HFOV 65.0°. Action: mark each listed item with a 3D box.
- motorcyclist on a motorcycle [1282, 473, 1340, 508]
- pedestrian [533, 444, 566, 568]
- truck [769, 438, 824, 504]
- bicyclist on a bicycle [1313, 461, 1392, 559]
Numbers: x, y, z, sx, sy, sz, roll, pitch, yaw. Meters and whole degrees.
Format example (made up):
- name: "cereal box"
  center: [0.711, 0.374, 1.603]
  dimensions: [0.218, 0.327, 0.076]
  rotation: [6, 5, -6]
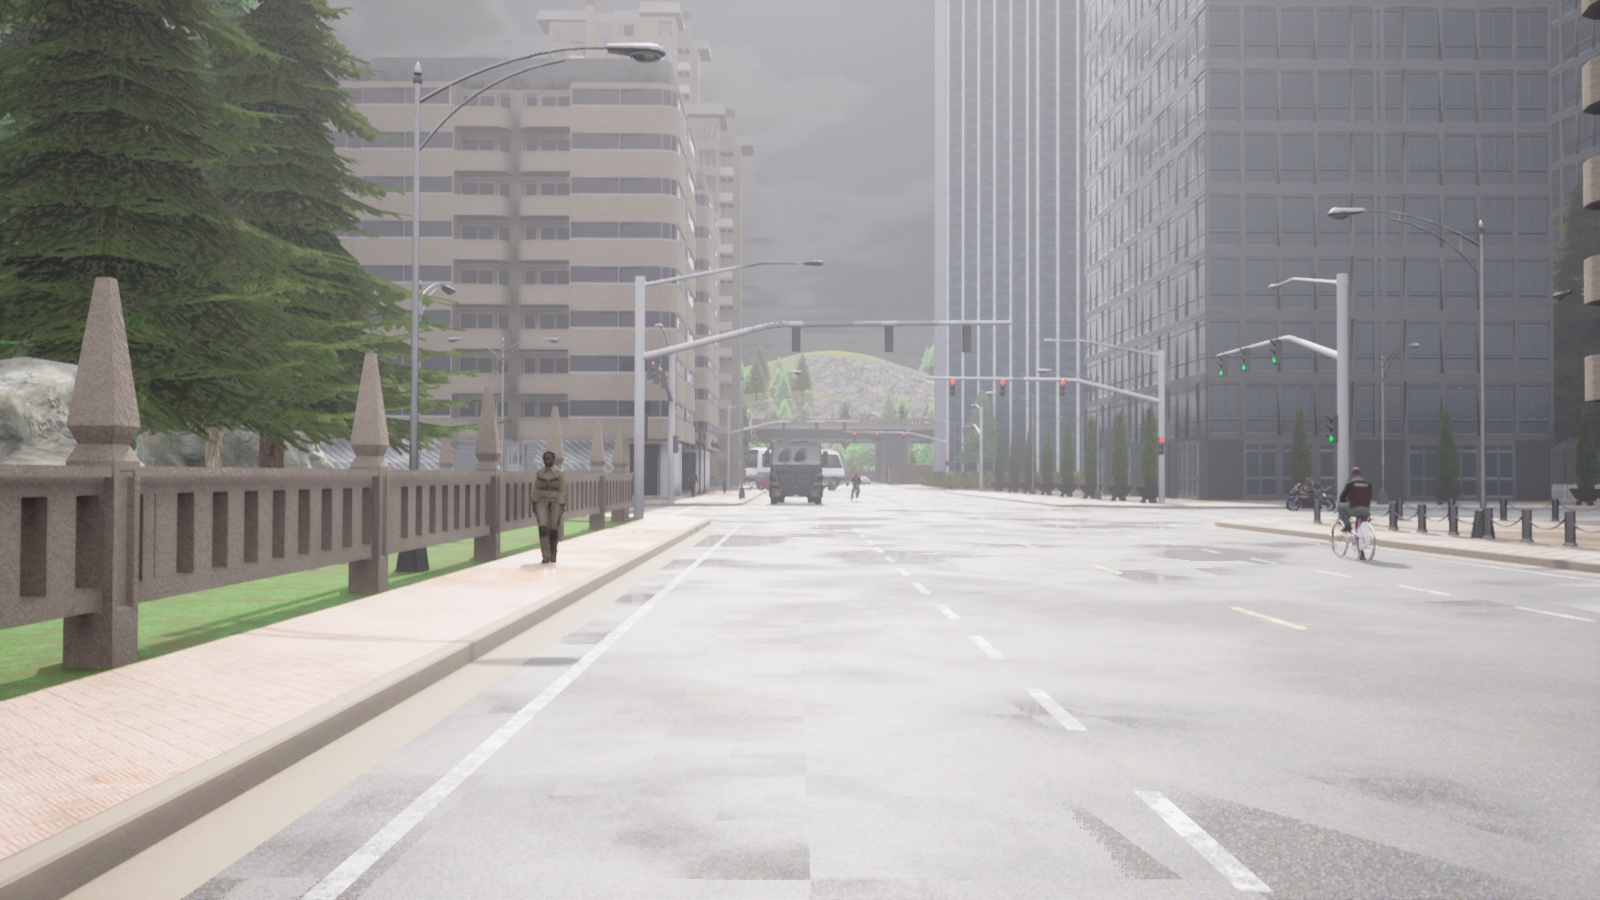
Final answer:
- name: "motorcyclist on a motorcycle"
  center: [22.756, 1.795, 55.944]
  dimensions: [2.191, 1.530, 0.866]
  rotation: [0, -1, 0]
- name: "pedestrian"
  center: [-3.958, 0.880, 19.877]
  dimensions: [0.396, 1.930, 0.692]
  rotation: [0, -1, -2]
- name: "truck"
  center: [-0.198, 1.204, 70.252]
  dimensions: [2.891, 3.462, 7.936]
  rotation: [0, -1, 0]
- name: "bicyclist on a bicycle"
  center: [10.433, 1.110, 23.791]
  dimensions: [0.659, 1.776, 1.843]
  rotation: [0, -1, 0]
